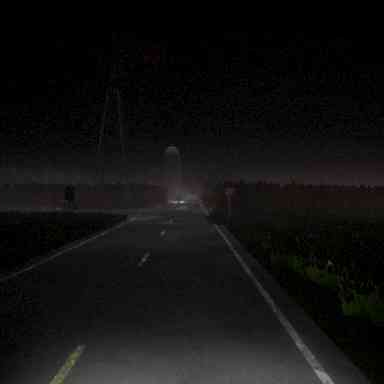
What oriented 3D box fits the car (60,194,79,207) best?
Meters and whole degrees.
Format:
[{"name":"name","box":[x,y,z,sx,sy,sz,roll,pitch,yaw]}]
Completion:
[{"name":"car","box":[-17.222,1.215,46.586,1.905,1.878,3.866,0,0,-31]}]

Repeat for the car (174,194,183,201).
[{"name":"car","box":[-3.200,1.344,81.308,2.097,1.767,4.553,0,0,0]}]
